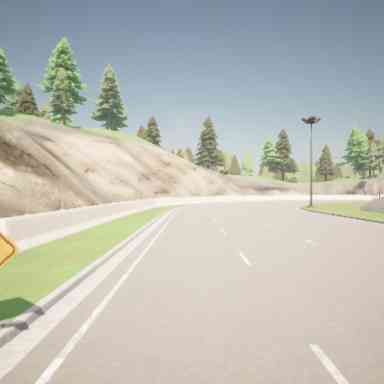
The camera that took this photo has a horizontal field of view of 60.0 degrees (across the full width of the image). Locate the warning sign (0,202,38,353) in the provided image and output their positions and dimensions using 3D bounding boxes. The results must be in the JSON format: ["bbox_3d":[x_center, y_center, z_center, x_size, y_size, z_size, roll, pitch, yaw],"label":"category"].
[{"bbox_3d":[-3.050,1.087,4.655,1.300,1.860,1.060,0,0,0],"label":"warning sign"}]
